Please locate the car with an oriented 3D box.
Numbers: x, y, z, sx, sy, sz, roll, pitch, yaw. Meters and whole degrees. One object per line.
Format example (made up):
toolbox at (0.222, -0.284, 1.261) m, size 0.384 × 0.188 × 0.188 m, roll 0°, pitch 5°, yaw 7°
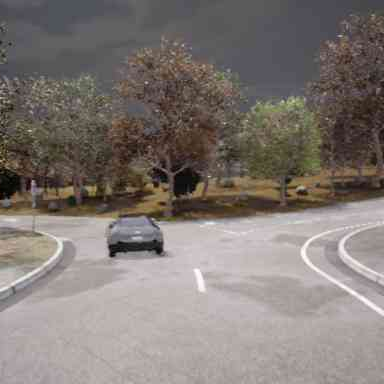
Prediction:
car at (-2.406, 1.552, 13.260) m, size 1.994 × 1.385 × 4.181 m, roll -1°, pitch 0°, yaw -16°
